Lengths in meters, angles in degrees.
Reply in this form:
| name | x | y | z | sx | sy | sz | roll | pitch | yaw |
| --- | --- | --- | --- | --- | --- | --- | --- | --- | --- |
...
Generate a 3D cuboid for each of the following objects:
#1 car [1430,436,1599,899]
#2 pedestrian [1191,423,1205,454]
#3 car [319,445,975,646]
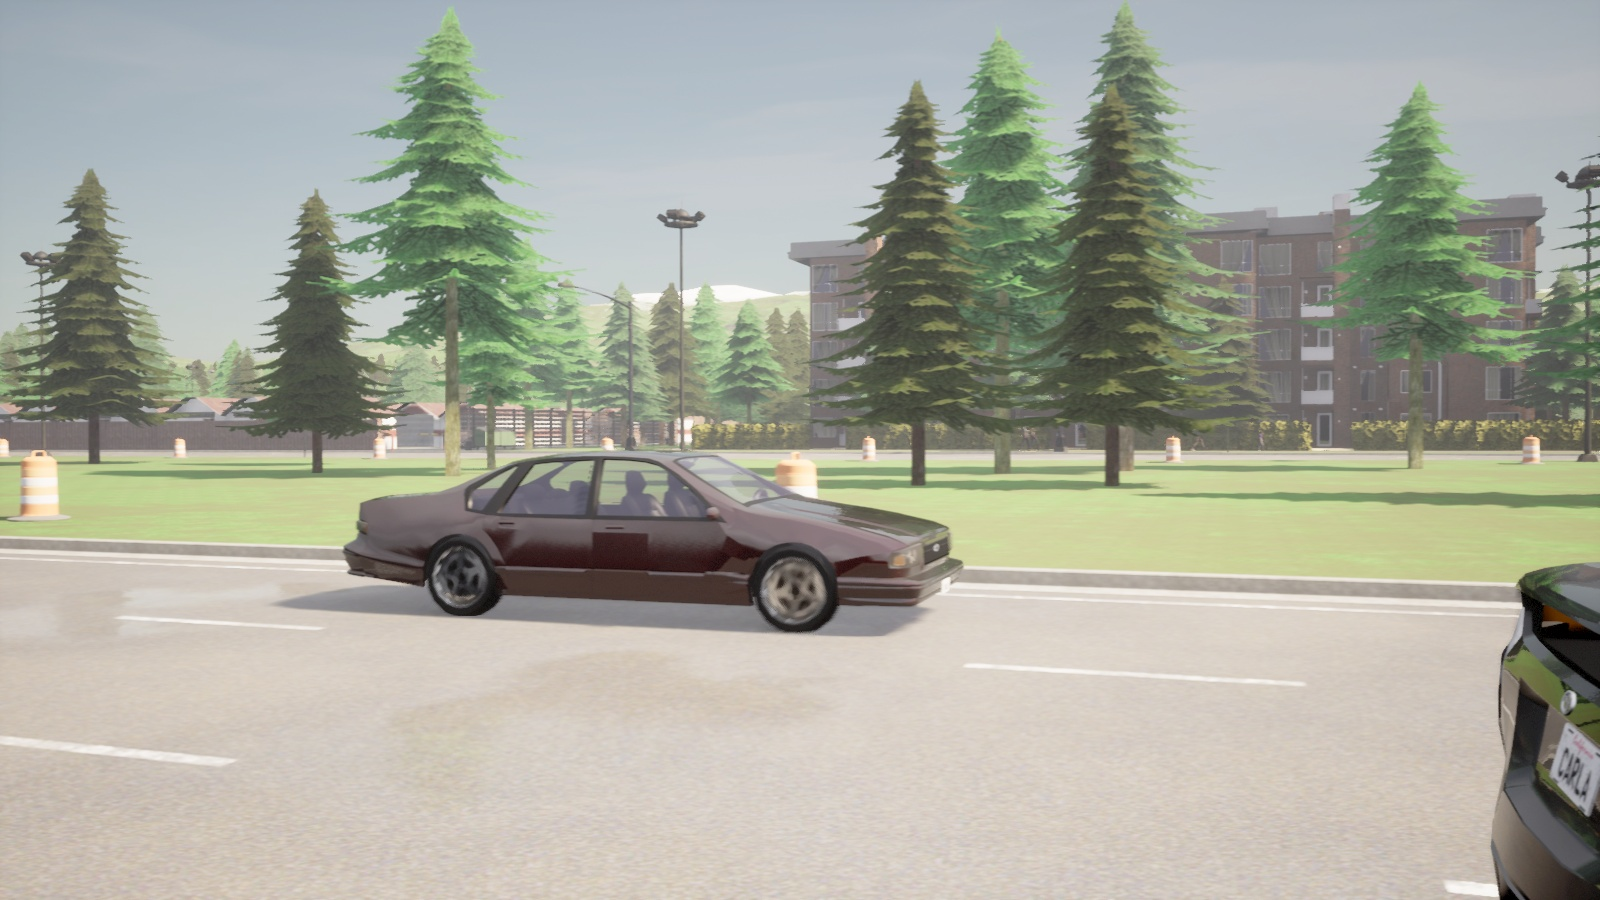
| name | x | y | z | sx | sy | sz | roll | pitch | yaw |
| --- | --- | --- | --- | --- | --- | --- | --- | --- | --- |
| car | 3.650 | 0.755 | 1.964 | 4.514 | 1.525 | 2.007 | 1 | 1 | 19 |
| pedestrian | 24.918 | -0.710 | 78.652 | 0.788 | 1.949 | 0.423 | 1 | 1 | 19 |
| car | -1.315 | 0.694 | 11.021 | 5.357 | 1.411 | 2.033 | 1 | 1 | 19 |
